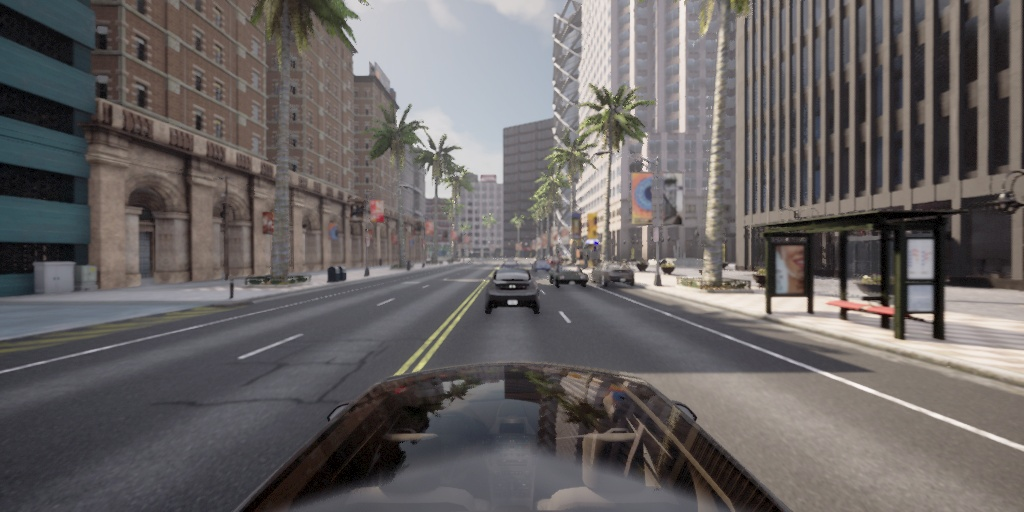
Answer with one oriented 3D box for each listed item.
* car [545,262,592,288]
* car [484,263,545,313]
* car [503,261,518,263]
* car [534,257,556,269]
[{"bbox_3d":[3.455,1.246,22.873,1.895,1.301,4.718,0,0,0],"label":"car"},{"bbox_3d":[0.010,1.199,13.646,1.837,1.490,4.892,0,0,0],"label":"car"},{"bbox_3d":[-0.155,1.184,37.680,1.895,1.301,4.718,0,0,0],"label":"car"},{"bbox_3d":[3.323,1.109,40.761,2.033,1.411,5.357,0,0,0],"label":"car"}]
